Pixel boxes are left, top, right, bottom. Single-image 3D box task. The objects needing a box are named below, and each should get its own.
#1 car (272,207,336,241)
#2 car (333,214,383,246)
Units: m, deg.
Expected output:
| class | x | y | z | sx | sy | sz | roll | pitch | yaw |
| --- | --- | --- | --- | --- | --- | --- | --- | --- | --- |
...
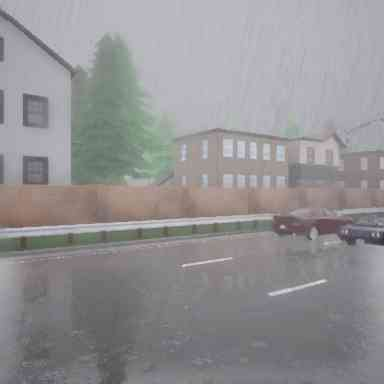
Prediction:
| class | x | y | z | sx | sy | sz | roll | pitch | yaw |
| --- | --- | --- | --- | --- | --- | --- | --- | --- | --- |
| car | 6.236 | 1.485 | 16.916 | 5.008 | 1.535 | 1.882 | 0 | 0 | -35 |
| car | 8.293 | 1.616 | 14.084 | 4.718 | 1.301 | 1.895 | 0 | 0 | -35 |
